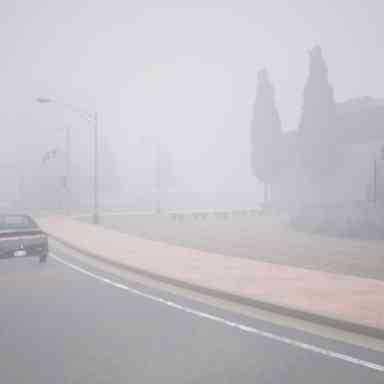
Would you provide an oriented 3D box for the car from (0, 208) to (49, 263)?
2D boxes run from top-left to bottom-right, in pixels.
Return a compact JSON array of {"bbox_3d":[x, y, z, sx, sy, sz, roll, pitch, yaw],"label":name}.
[{"bbox_3d":[-6.241,1.491,11.146,2.128,1.511,4.902,0,0,-38],"label":"car"}]
